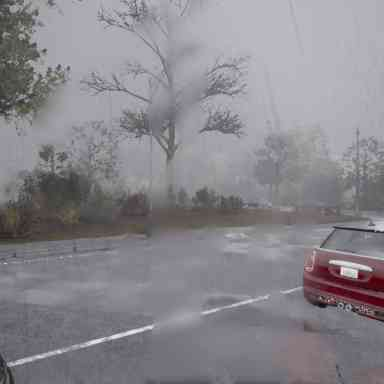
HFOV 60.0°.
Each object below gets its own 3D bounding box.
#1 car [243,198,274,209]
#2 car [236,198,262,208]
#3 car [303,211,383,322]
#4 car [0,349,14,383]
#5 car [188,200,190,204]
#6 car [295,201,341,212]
[{"bbox_3d":[8.780,1.518,44.101,2.128,1.511,4.902,0,0,-27],"label":"car"},{"bbox_3d":[8.790,1.629,51.803,1.994,1.385,4.181,0,0,-26],"label":"car"},{"bbox_3d":[4.358,1.352,6.724,4.553,1.767,2.097,0,0,-34],"label":"car"},{"bbox_3d":[-3.697,1.221,1.075,5.566,2.045,2.150,0,0,-35],"label":"car"},{"bbox_3d":[0.375,1.526,61.868,2.097,1.767,4.553,0,0,-23],"label":"car"},{"bbox_3d":[13.365,1.603,35.493,1.895,1.301,4.718,0,0,-28],"label":"car"}]
